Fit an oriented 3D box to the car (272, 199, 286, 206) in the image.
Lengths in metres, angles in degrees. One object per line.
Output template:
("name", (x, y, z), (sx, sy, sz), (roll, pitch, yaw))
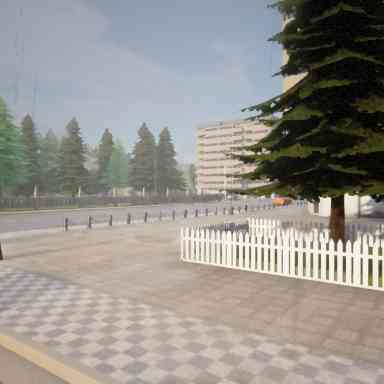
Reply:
("car", (15.431, 1.352, 56.690), (2.097, 1.767, 4.553), (0, 0, 36))
